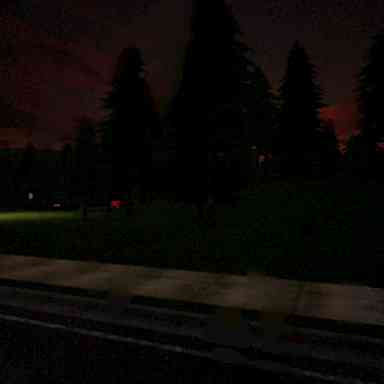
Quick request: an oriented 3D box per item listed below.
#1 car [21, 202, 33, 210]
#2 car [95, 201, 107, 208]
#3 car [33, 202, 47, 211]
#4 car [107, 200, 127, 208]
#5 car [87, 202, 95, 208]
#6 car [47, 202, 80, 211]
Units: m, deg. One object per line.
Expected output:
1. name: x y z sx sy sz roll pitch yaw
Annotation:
1. car: -26.950 2.406 56.938 1.994 1.385 4.181 0 -1 22
2. car: -17.692 2.571 70.205 1.812 1.442 4.674 0 -1 22
3. car: -23.714 2.392 55.604 1.994 1.385 4.181 0 -1 22
4. car: -14.445 2.258 68.903 2.150 2.045 5.566 0 -1 22
5. car: -20.928 2.584 71.539 1.812 1.442 4.674 0 -1 22
6. car: -20.478 2.300 54.271 2.128 1.511 4.902 0 -1 22
